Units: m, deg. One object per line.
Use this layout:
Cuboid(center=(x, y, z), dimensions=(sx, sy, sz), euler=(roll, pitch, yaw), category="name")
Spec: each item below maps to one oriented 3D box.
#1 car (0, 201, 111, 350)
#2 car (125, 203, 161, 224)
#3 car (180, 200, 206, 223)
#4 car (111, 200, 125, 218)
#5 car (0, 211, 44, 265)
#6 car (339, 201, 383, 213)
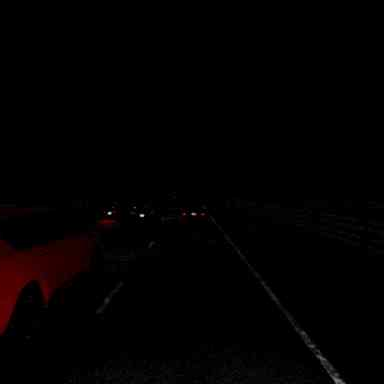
Cuboid(center=(-3.393, 1.212, 6.367), dimensions=(2.150, 2.045, 5.566), euler=(1, 0, 0), category="car")
Cuboid(center=(-3.407, 1.571, 24.728), dimensions=(1.994, 1.385, 4.181), euler=(0, 0, 0), category="car")
Cuboid(center=(0.093, 1.555, 25.188), dimensions=(2.033, 1.411, 5.357), euler=(0, 0, 0), category="car")
Cuboid(center=(-6.909, 1.518, 30.349), dimensions=(1.837, 1.490, 4.892), euler=(0, 0, 0), category="car")
Cuboid(center=(-6.907, 1.474, 10.661), dimensions=(2.128, 1.511, 4.902), euler=(0, -1, 0), category="car")
Cuboid(center=(19.813, 1.711, 39.243), dimensions=(2.033, 1.411, 5.357), euler=(0, 0, -18), category="car")
